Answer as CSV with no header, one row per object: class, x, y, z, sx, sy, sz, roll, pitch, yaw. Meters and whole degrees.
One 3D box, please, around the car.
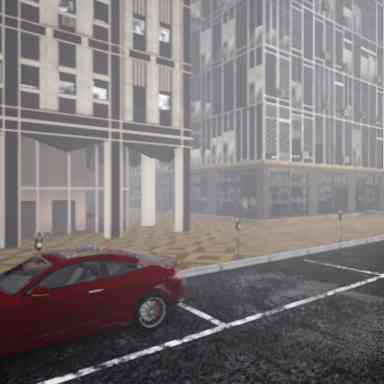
car,-2.035,1.573,5.279,4.206,1.307,1.802,-1,1,-35
